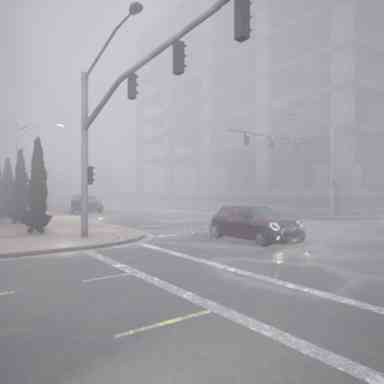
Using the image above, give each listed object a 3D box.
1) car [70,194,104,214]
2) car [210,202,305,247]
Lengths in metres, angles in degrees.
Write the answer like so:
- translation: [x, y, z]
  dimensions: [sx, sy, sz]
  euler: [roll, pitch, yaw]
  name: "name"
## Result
- translation: [-11.248, 1.286, 35.314]
  dimensions: [2.150, 2.045, 5.566]
  euler: [0, 0, -35]
  name: "car"
- translation: [2.863, 1.372, 15.265]
  dimensions: [2.097, 1.767, 4.553]
  euler: [0, 0, -35]
  name: "car"
